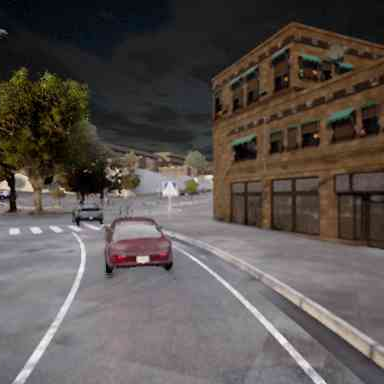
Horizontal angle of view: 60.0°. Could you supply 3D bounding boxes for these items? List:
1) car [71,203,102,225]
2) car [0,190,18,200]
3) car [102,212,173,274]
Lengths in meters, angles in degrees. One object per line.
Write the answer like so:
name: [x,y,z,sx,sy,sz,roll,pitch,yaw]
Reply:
car: [-7.782,1.587,24.614,2.128,1.511,4.902,0,-1,-24]
car: [-44.670,1.033,80.566,2.097,1.535,5.008,4,2,28]
car: [-1.801,1.489,10.457,1.812,1.442,4.674,0,0,-15]
